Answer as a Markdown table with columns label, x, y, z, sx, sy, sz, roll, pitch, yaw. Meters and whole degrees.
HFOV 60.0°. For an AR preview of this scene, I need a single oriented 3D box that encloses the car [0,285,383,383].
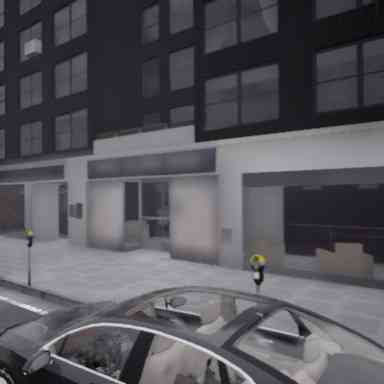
| label | x | y | z | sx | sy | sz | roll | pitch | yaw |
| --- | --- | --- | --- | --- | --- | --- | --- | --- | --- |
| car | -0.172 | 1.568 | 2.931 | 4.403 | 1.369 | 2.008 | -1 | 0 | 35 |
